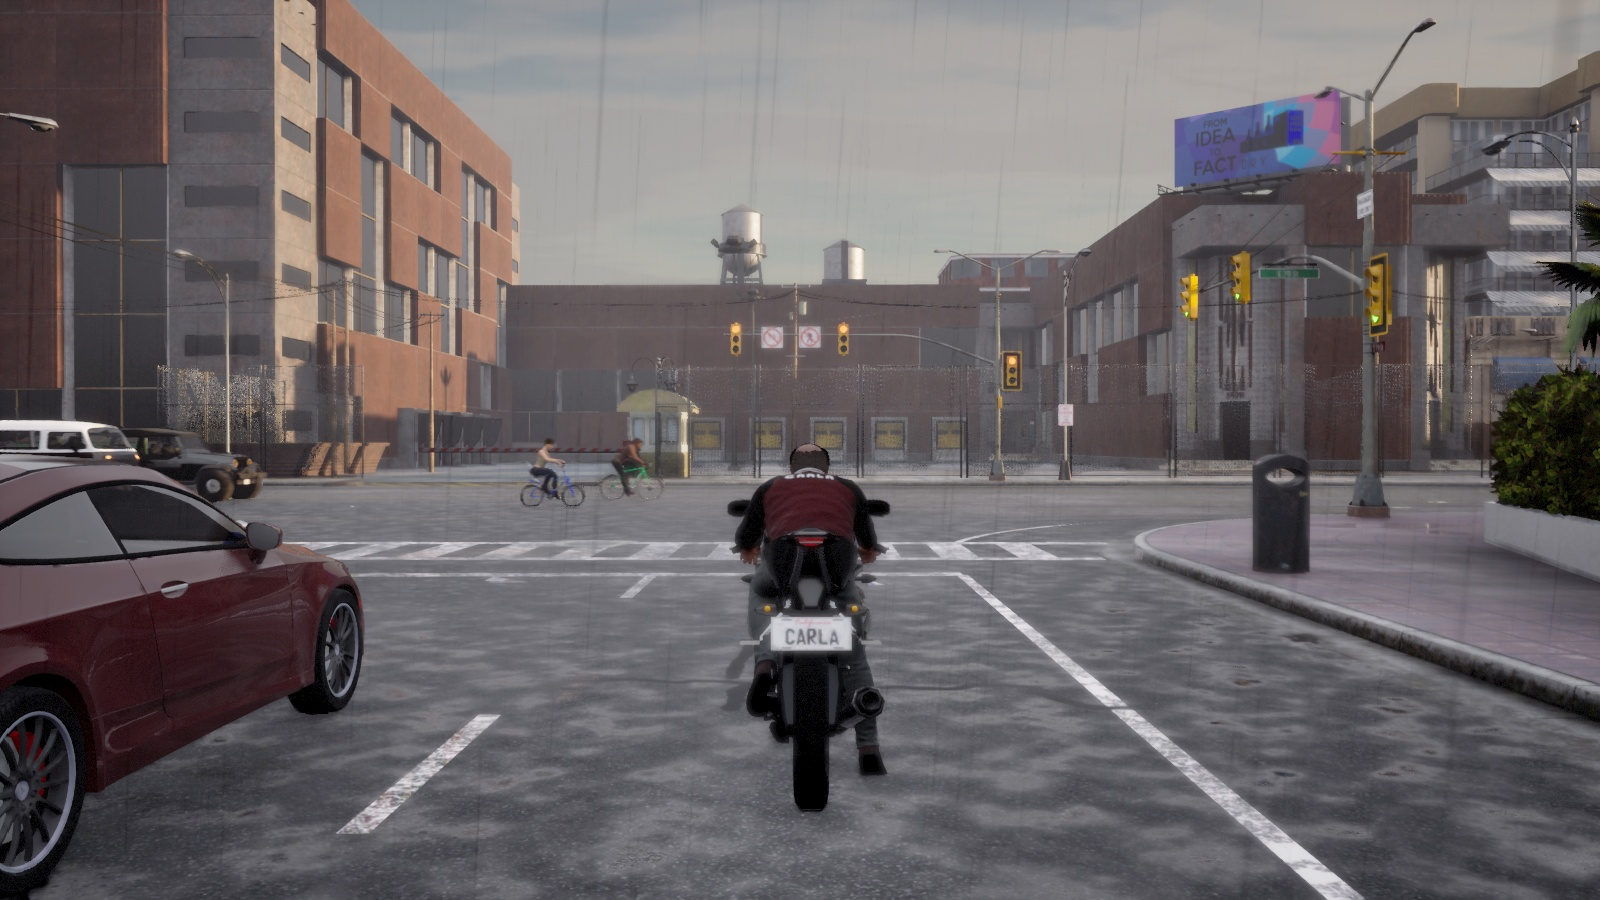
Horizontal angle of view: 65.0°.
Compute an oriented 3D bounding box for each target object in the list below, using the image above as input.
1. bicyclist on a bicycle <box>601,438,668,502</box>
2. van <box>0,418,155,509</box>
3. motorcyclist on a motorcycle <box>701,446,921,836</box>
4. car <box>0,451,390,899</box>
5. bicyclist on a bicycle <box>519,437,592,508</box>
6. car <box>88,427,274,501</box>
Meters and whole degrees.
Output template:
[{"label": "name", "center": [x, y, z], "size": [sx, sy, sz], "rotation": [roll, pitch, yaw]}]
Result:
[{"label": "bicyclist on a bicycle", "center": [-4.271, 0.513, 32.434], "size": [1.656, 1.620, 0.582], "rotation": [0, 0, 1]}, {"label": "van", "center": [-17.723, 0.291, 29.113], "size": [4.480, 2.038, 2.069], "rotation": [0, 0, 1]}, {"label": "motorcyclist on a motorcycle", "center": [0.045, 0.747, 6.037], "size": [0.866, 1.530, 2.191], "rotation": [0, 0, 0]}, {"label": "car", "center": [-3.445, 0.739, 5.441], "size": [1.812, 1.442, 4.674], "rotation": [0, 0, 0]}, {"label": "bicyclist on a bicycle", "center": [-5.628, 0.515, 28.945], "size": [1.509, 1.612, 0.866], "rotation": [0, 0, 0]}, {"label": "car", "center": [-16.000, 0.346, 32.591], "size": [3.866, 1.878, 1.905], "rotation": [0, 0, 1]}]
